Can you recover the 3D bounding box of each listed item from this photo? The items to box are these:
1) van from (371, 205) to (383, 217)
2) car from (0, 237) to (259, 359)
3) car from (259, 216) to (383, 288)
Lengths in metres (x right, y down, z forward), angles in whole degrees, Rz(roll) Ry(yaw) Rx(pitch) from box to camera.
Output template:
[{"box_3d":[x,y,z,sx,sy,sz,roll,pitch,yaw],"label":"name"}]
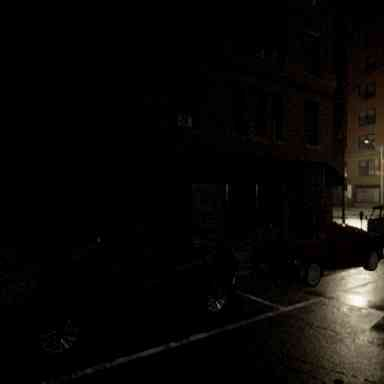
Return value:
[{"box_3d":[8.174,1.331,12.522,3.998,1.788,1.690,0,0,-35],"label":"van"},{"box_3d":[-1.070,1.564,5.988,4.313,1.339,1.947,0,0,-35],"label":"car"},{"box_3d":[3.551,1.540,9.255,4.507,1.381,1.887,0,0,-35],"label":"car"}]
